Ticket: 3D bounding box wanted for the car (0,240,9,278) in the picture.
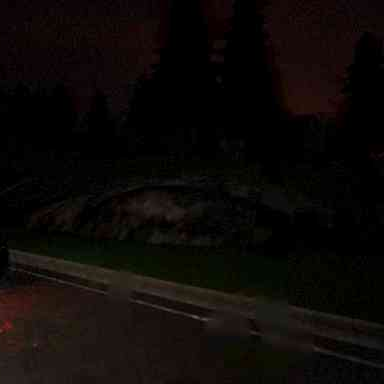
[{"bbox_3d":[-6.693,1.504,8.776,4.892,1.490,1.837,0,0,36],"label":"car"}]
